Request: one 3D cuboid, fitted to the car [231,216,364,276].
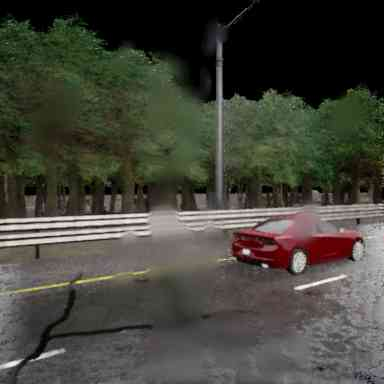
[{"bbox_3d":[3.501,1.490,10.529,5.008,1.535,1.882,0,0,-35],"label":"car"}]
